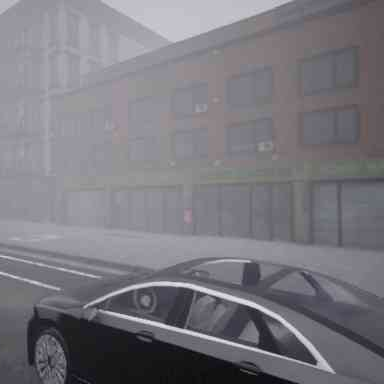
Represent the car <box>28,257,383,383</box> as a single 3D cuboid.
[{"bbox_3d":[0.140,1.500,3.589,4.902,1.511,2.128,0,0,36],"label":"car"}]
